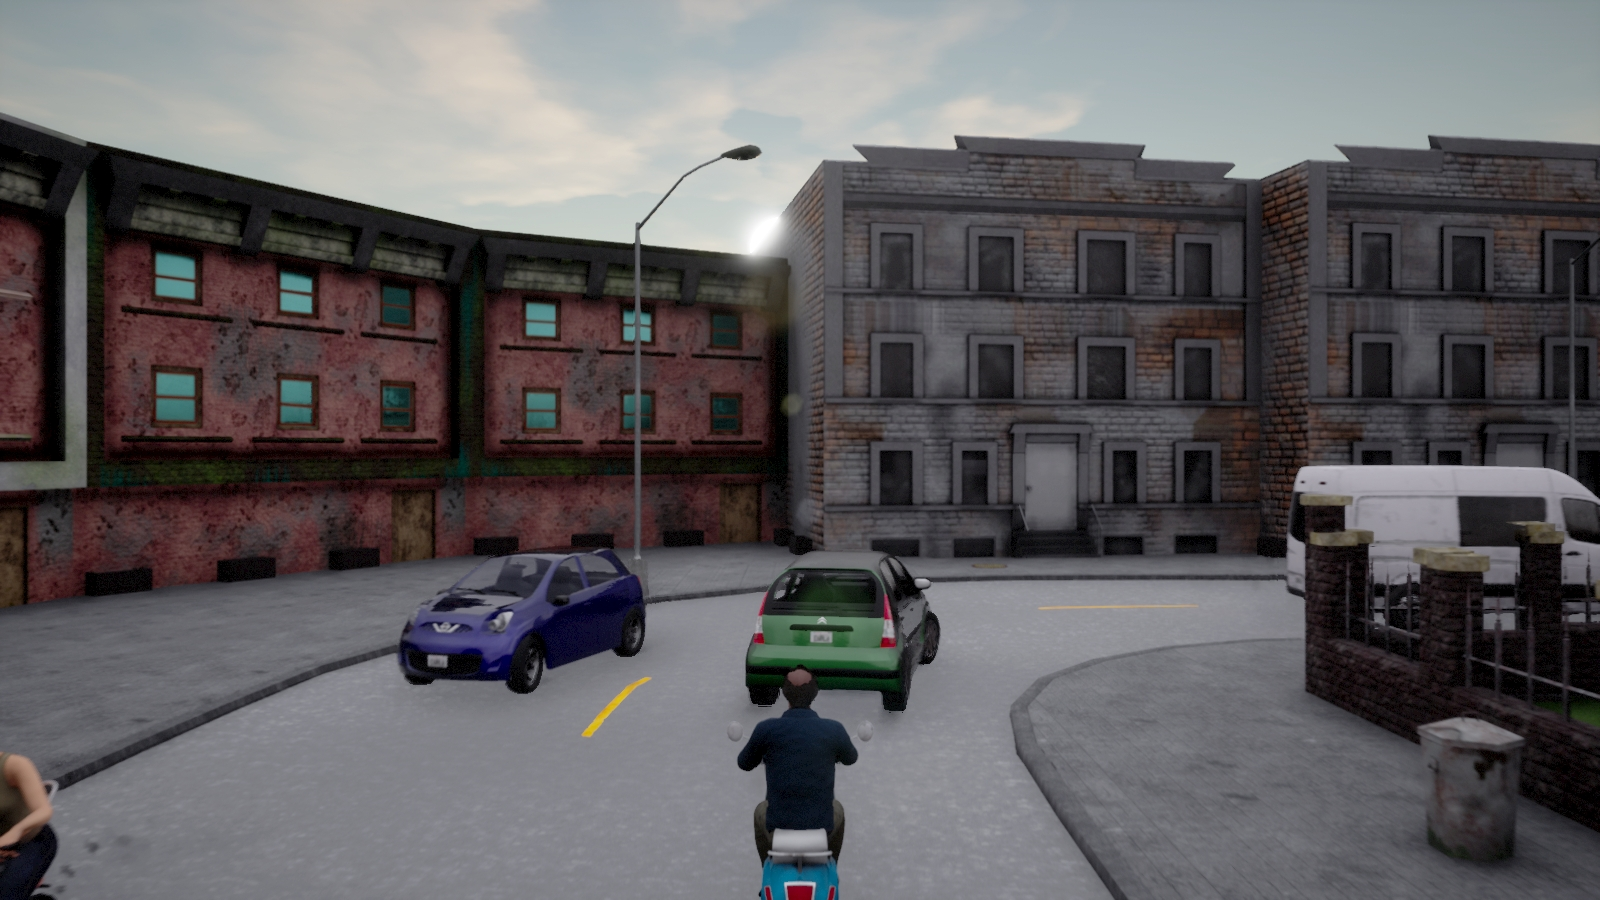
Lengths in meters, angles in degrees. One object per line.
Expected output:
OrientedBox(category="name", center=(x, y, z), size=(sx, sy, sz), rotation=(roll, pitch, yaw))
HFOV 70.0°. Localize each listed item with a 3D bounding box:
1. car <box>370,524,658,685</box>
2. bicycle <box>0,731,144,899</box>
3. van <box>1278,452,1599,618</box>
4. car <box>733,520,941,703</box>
OrientedBox(category="car", center=(-3.456, 1.819, 14.516), size=(1.845, 1.501, 3.633), rotation=(0, 0, 20))
OrientedBox(category="bicycle", center=(-3.922, 2.036, 5.330), size=(0.859, 1.080, 1.487), rotation=(0, 0, 0))
OrientedBox(category="van", center=(11.188, 1.314, 18.697), size=(5.915, 2.561, 1.988), rotation=(0, 0, -1))
OrientedBox(category="car", center=(0.604, 1.781, 13.824), size=(1.851, 1.617, 3.988), rotation=(0, 0, 12))
